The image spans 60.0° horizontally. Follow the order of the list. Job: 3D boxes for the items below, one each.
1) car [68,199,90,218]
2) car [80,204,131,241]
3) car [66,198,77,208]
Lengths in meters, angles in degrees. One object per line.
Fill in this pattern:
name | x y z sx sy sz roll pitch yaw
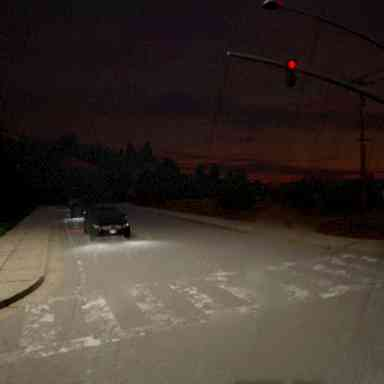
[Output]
car | -10.043 1.600 30.680 1.994 1.385 4.181 -2 1 -22
car | -4.463 1.524 17.114 1.812 1.442 4.674 -2 1 -23
car | -16.872 1.653 47.581 1.812 1.442 4.674 -2 1 -22
